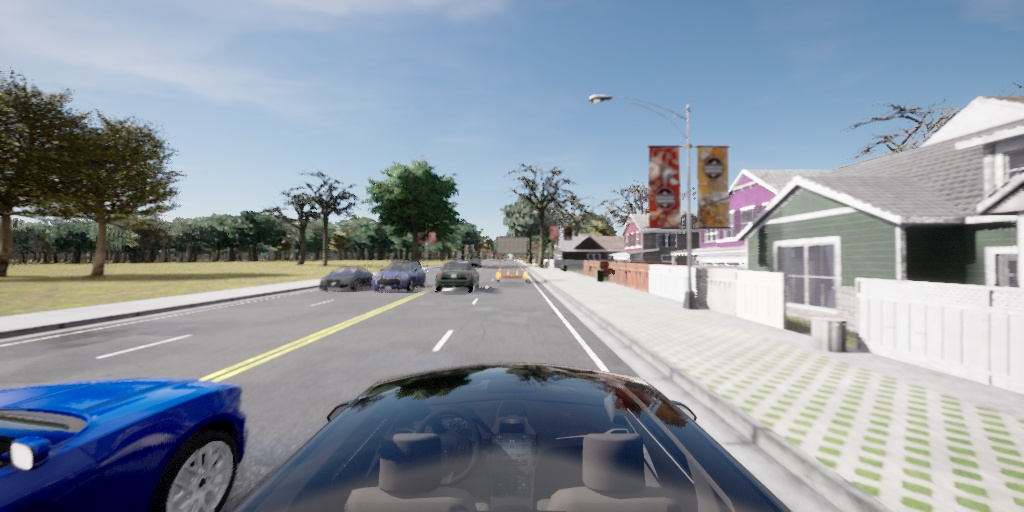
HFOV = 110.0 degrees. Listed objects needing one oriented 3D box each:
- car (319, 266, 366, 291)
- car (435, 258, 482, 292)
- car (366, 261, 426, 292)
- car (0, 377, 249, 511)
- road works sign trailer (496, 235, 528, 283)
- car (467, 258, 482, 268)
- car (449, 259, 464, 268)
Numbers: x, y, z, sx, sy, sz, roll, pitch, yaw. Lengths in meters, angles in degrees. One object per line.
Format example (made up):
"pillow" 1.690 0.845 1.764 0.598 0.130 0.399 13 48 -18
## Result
"car" -9.848 1.329 21.777 1.994 1.385 4.181 0 0 0
"car" -3.151 1.116 21.484 2.097 1.767 4.553 0 0 0
"car" -6.598 1.117 21.348 2.097 1.767 4.553 0 0 0
"car" -3.151 1.228 0.979 1.882 1.535 5.008 0 0 0
"road works sign trailer" 0.000 0.235 27.228 2.380 3.560 2.880 0 0 0
"car" -6.520 1.203 63.220 2.097 1.767 4.553 0 0 0
"car" -9.767 1.329 63.462 1.882 1.535 5.008 0 0 0
